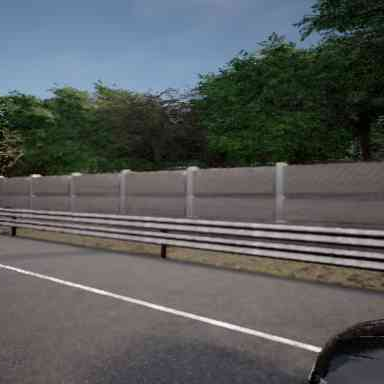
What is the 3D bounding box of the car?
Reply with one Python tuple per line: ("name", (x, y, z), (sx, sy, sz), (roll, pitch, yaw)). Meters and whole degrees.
("car", (3.167, 1.491, 1.733), (4.902, 1.511, 2.128), (0, 0, 35))
